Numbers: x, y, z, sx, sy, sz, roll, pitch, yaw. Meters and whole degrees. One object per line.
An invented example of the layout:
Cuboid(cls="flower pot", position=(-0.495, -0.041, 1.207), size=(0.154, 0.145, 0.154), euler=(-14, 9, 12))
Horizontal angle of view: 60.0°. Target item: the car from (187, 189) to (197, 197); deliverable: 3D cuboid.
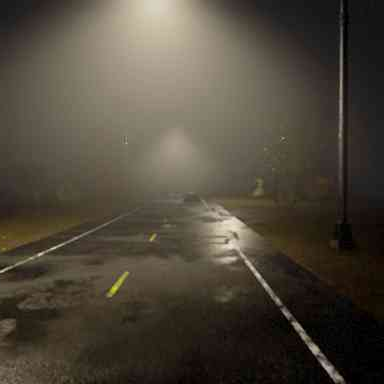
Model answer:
Cuboid(cls="car", position=(-0.100, 0.164, 65.078), size=(1.895, 1.301, 4.718), euler=(0, 2, 0))

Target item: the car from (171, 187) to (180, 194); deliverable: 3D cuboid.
Cuboid(cls="car", position=(-3.801, -0.288, 78.687), size=(1.837, 1.490, 4.892), euler=(0, 2, 0))

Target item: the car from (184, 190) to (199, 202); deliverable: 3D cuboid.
Cuboid(cls="car", position=(-0.034, 0.638, 45.601), size=(1.994, 1.385, 4.181), euler=(0, 2, 0))
